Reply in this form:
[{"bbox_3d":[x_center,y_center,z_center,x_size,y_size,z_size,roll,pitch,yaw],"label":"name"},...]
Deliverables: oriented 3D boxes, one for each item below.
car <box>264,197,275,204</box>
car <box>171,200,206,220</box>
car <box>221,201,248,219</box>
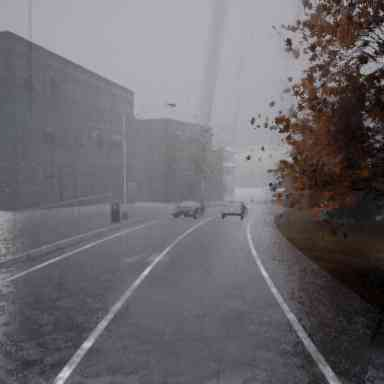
[{"bbox_3d":[15.527,1.664,64.750,2.128,1.511,4.902,3,1,32],"label":"car"},{"bbox_3d":[-0.100,1.411,27.329,2.033,1.411,5.357,1,0,13],"label":"car"},{"bbox_3d":[3.728,1.490,28.530,2.033,1.411,5.357,1,0,14],"label":"car"}]
